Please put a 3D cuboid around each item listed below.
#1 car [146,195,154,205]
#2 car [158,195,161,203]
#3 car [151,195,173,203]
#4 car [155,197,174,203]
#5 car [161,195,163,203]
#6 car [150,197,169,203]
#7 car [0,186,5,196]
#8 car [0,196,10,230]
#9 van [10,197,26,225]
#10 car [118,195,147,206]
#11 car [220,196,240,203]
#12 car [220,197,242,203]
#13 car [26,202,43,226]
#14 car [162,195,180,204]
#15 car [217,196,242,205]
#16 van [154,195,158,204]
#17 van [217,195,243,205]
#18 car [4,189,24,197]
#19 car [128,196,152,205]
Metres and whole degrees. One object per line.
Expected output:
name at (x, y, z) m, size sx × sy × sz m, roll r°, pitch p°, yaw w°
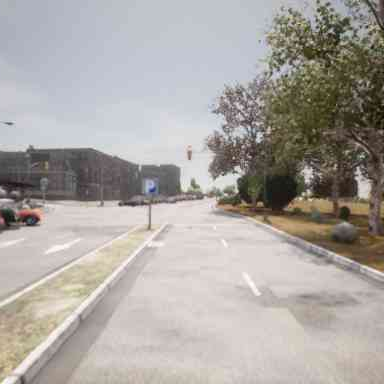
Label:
car at (-10.802, 1.902, 65.482) m, size 5.366 × 1.575 × 1.946 m, roll -1°, pitch -1°, yaw -15°
car at (-10.016, 1.989, 74.444) m, size 4.892 × 1.521 × 2.231 m, roll -1°, pitch -1°, yaw -14°
car at (-8.006, 1.866, 89.431) m, size 5.566 × 2.045 × 2.435 m, roll -1°, pitch -1°, yaw -12°
car at (-7.584, 2.144, 92.408) m, size 5.008 × 1.535 × 2.097 m, roll -1°, pitch -1°, yaw -12°
car at (-9.643, 2.053, 77.439) m, size 4.674 × 1.452 × 2.002 m, roll -1°, pitch 0°, yaw -13°
car at (-8.456, 2.132, 86.423) m, size 4.674 × 1.452 × 2.002 m, roll -1°, pitch 0°, yaw -12°
car at (-31.162, 0.053, 53.433) m, size 2.435 × 2.045 × 5.566 m, roll 6°, pitch -3°, yaw -19°
car at (-13.719, 1.435, 18.671) m, size 5.566 × 2.045 × 2.435 m, roll -1°, pitch -1°, yaw -20°
van at (-13.604, 1.492, 21.707) m, size 4.442 × 1.987 × 1.878 m, roll -1°, pitch -1°, yaw -19°
car at (-11.447, 1.918, 62.489) m, size 4.792 × 1.488 × 2.163 m, roll -1°, pitch 0°, yaw -15°
car at (9.455, 1.872, 82.755) m, size 4.553 × 1.767 × 2.185 m, roll 1°, pitch -1°, yaw -12°
car at (10.076, 2.020, 85.732) m, size 5.366 × 1.575 × 1.946 m, roll 1°, pitch -1°, yaw -12°
car at (-13.628, 1.625, 24.684) m, size 4.553 × 1.767 × 2.185 m, roll -1°, pitch 0°, yaw -19°
car at (-4.841, 2.032, 77.428) m, size 2.128 × 1.511 × 4.902 m, roll 0°, pitch -1°, yaw 7°
car at (7.664, 1.752, 68.056) m, size 4.553 × 1.767 × 2.185 m, roll 1°, pitch -1°, yaw -14°
van at (-10.243, 1.734, 71.475) m, size 4.442 × 1.987 × 1.878 m, roll -1°, pitch -1°, yaw -14°
van at (7.281, 1.627, 65.087) m, size 4.442 × 1.987 × 1.878 m, roll 1°, pitch 0°, yaw -14°
car at (-28.167, 0.615, 53.368) m, size 2.002 × 1.452 × 4.674 m, roll 6°, pitch -3°, yaw -19°
car at (-10.709, 1.809, 68.434) m, size 4.553 × 1.767 × 2.185 m, roll -1°, pitch -1°, yaw -14°
